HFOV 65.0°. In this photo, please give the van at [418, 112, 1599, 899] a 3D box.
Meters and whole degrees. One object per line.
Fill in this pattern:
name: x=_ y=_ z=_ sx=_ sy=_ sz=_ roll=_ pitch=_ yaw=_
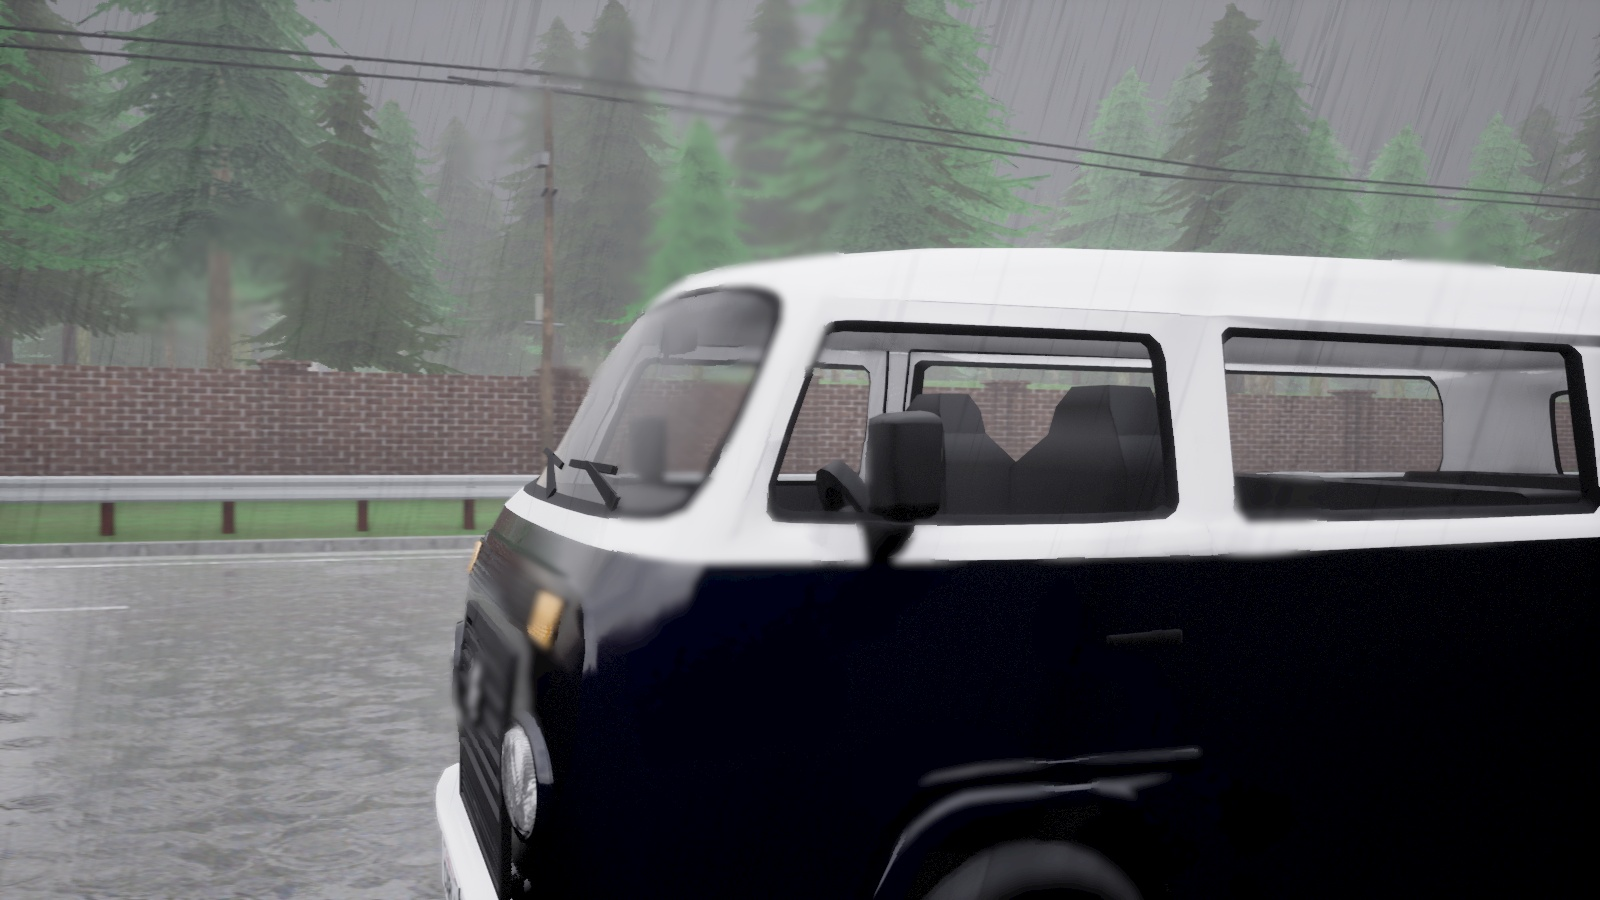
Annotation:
van: x=1.291 y=0.447 z=3.726 sx=4.480 sy=2.038 sz=2.069 roll=-1 pitch=1 yaw=-21
